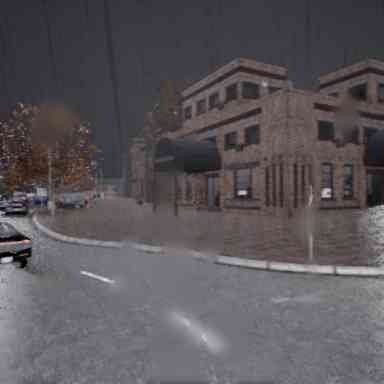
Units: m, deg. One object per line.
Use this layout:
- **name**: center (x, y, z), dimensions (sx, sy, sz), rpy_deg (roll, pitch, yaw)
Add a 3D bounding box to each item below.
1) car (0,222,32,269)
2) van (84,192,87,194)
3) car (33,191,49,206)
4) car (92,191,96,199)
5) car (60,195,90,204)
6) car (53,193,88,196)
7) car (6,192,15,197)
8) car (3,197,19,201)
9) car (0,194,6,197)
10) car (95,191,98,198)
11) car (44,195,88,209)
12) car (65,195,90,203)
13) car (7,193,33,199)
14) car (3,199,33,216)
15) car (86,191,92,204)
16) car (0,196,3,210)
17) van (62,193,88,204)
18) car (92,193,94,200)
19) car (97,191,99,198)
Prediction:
- **car**: center (-6.954, 1.674, 10.698), dimensions (4.902, 1.511, 2.128), rpy_deg (-1, -1, 40)
- **van**: center (-19.125, 1.343, 51.691), dimensions (4.442, 1.987, 1.878), rpy_deg (0, 1, -16)
- **car**: center (-25.563, 1.252, 57.460), dimensions (2.150, 2.045, 5.566), rpy_deg (0, 1, -15)
- **car**: center (-24.978, 1.247, 75.432), dimensions (4.892, 1.521, 2.231), rpy_deg (0, 1, -11)
- **car**: center (-22.757, 1.409, 64.737), dimensions (5.366, 1.575, 1.946), rpy_deg (0, 1, -14)
- **car**: center (-18.216, 1.468, 49.086), dimensions (4.553, 1.767, 2.185), rpy_deg (0, 1, -16)
- **car**: center (-41.401, 1.333, 73.028), dimensions (2.163, 1.488, 4.792), rpy_deg (0, 1, -10)
- **car**: center (-24.767, 1.730, 43.923), dimensions (1.994, 1.385, 4.181), rpy_deg (0, 1, -16)
- **car**: center (-40.292, 1.385, 67.649), dimensions (2.097, 1.535, 5.008), rpy_deg (0, 1, -12)
- **car**: center (-26.057, 1.180, 80.916), dimensions (4.792, 1.488, 2.163), rpy_deg (0, 1, -10)
- **car**: center (-17.485, 1.619, 46.431), dimensions (4.892, 1.521, 2.231), rpy_deg (0, 1, -16)
- **car**: center (-23.213, 1.414, 67.434), dimensions (4.674, 1.452, 2.002), rpy_deg (0, 1, -13)
- **car**: center (-27.626, 1.428, 53.447), dimensions (2.097, 1.767, 4.553), rpy_deg (0, 1, -15)
- **car**: center (-18.686, 1.788, 35.823), dimensions (1.994, 1.385, 4.181), rpy_deg (0, 0, -22)
- **car**: center (-19.756, 1.292, 54.366), dimensions (5.566, 2.045, 2.435), rpy_deg (0, 1, -16)
- **car**: center (-21.468, 1.585, 34.420), dimensions (2.097, 1.767, 4.553), rpy_deg (0, 0, -21)
- **van**: center (-21.796, 1.222, 62.157), dimensions (4.442, 1.987, 1.878), rpy_deg (0, 1, -14)
- **car**: center (-23.857, 1.363, 70.089), dimensions (4.792, 1.488, 2.163), rpy_deg (0, 1, -12)
- **car**: center (-26.968, 0.820, 86.301), dimensions (5.566, 2.045, 2.435), rpy_deg (0, 1, -8)
